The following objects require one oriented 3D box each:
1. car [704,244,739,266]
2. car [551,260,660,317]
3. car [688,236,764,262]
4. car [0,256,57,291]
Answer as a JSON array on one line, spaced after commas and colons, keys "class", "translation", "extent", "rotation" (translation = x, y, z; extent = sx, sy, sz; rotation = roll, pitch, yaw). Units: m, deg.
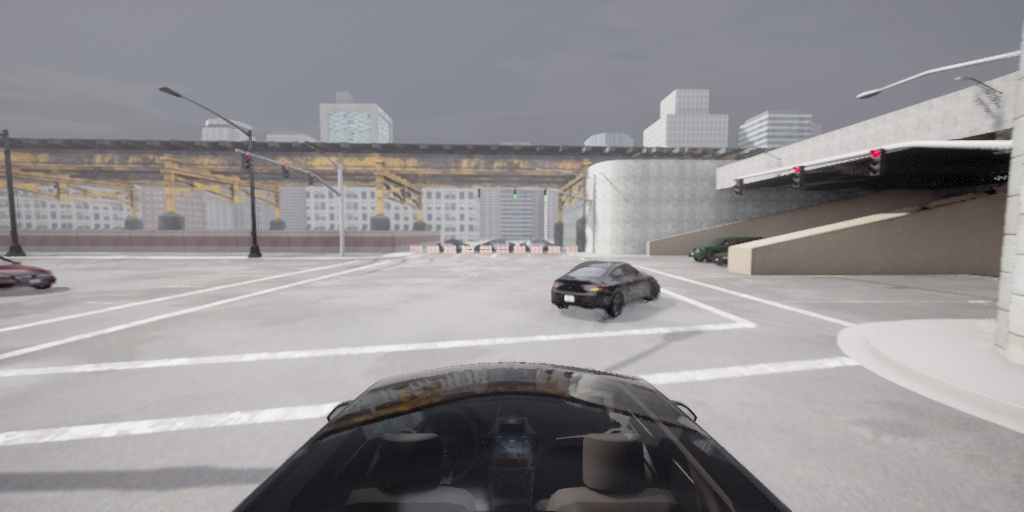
[{"class": "car", "translation": [15.906, 0.063, 24.384], "extent": [4.181, 1.385, 1.994], "rotation": [0, 4, -1]}, {"class": "car", "translation": [3.030, 0.850, 11.296], "extent": [1.812, 1.442, 4.674], "rotation": [2, 4, 41]}, {"class": "car", "translation": [16.780, -0.506, 27.869], "extent": [5.566, 2.045, 2.150], "rotation": [0, 4, -1]}, {"class": "car", "translation": [-20.024, 0.656, 13.298], "extent": [4.674, 1.442, 1.812], "rotation": [1, 4, 0]}]
